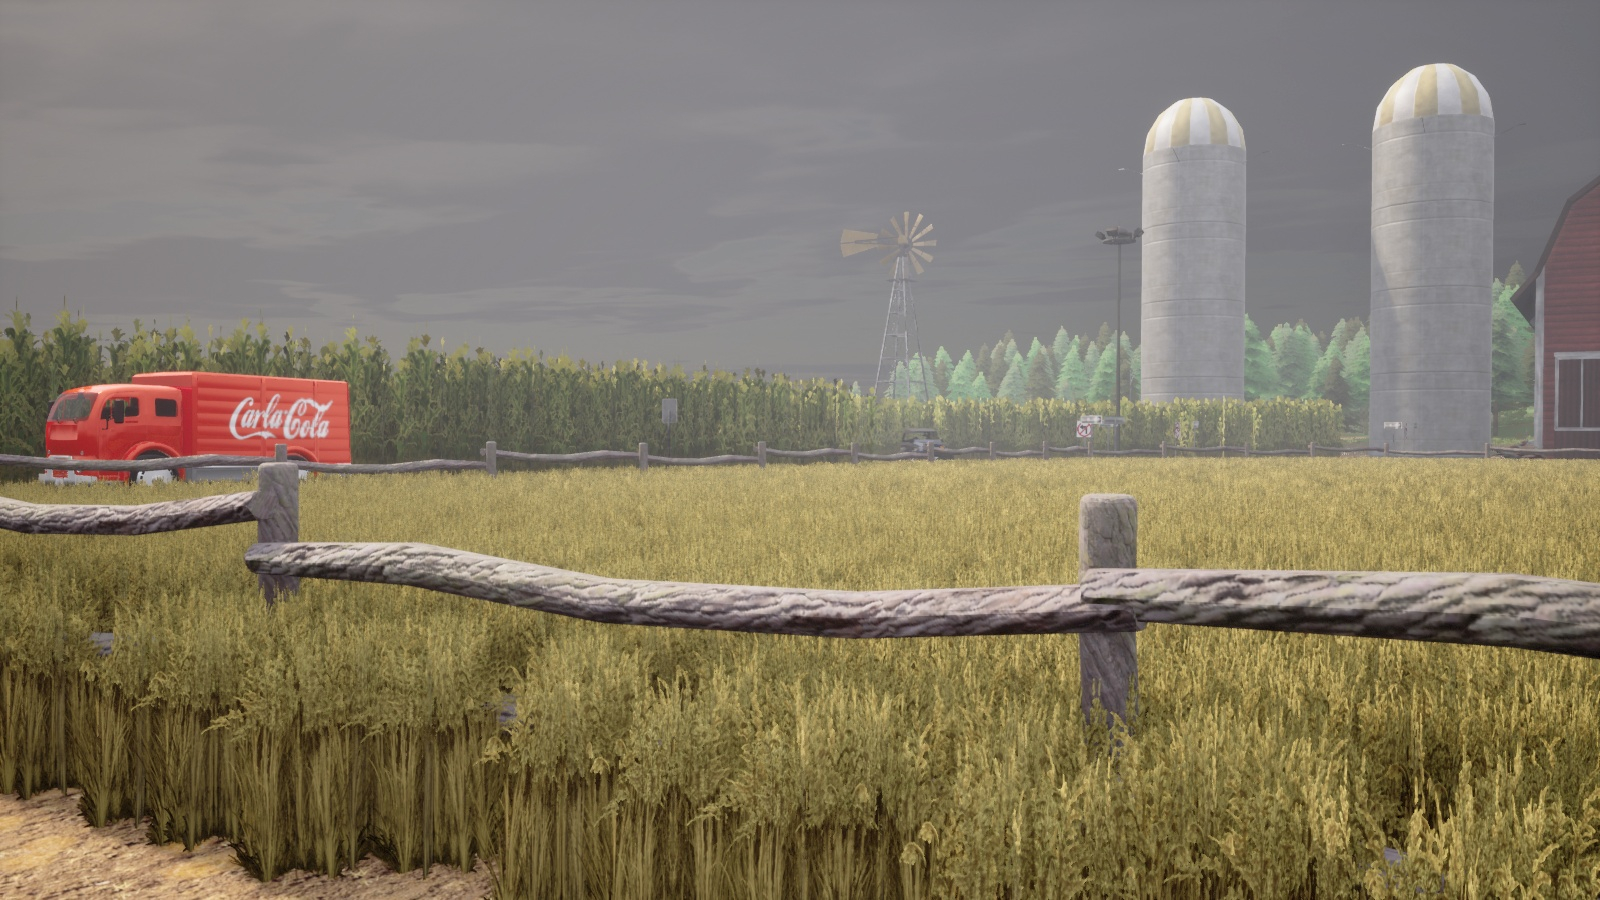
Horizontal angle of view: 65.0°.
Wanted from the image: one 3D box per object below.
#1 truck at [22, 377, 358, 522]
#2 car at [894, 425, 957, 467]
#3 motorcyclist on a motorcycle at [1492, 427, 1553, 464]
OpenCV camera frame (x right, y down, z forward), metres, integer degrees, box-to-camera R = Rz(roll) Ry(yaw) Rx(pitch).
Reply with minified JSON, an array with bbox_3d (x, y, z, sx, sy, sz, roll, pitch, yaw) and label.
[{"bbox_3d":[-11.563,-0.024,24.202,2.627,2.467,5.204,0,0,34],"label":"truck"},{"bbox_3d":[5.968,-0.206,59.919,1.905,1.878,3.866,-1,1,-12],"label":"car"},{"bbox_3d":[30.142,-0.183,52.425,2.191,1.530,0.866,0,1,30],"label":"motorcyclist on a motorcycle"}]
